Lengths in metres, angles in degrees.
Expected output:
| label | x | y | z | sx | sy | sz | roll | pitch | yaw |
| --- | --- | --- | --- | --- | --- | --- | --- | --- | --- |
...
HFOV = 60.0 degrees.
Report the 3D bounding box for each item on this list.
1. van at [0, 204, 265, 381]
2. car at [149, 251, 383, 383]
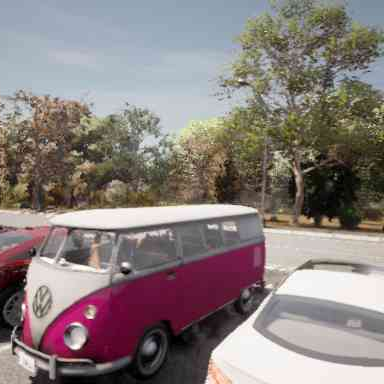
| label | x | y | z | sx | sy | sz | roll | pitch | yaw |
| --- | --- | --- | --- | --- | --- | --- | --- | --- | --- |
| van | -0.454 | 1.225 | 5.326 | 1.878 | 1.987 | 4.442 | 1 | 0 | 35 |
| car | 1.871 | 1.515 | 3.809 | 2.002 | 1.452 | 4.674 | 1 | 0 | 35 |
